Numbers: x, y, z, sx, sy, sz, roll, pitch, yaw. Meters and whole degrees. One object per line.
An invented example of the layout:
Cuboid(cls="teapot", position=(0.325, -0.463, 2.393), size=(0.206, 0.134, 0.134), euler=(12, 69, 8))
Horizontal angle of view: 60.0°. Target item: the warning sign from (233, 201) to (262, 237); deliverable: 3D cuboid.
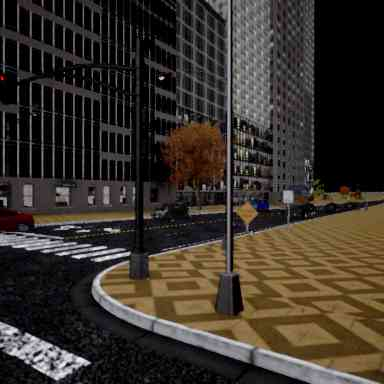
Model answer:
Cuboid(cls="warning sign", position=(3.102, 1.450, 18.567), size=(1.300, 1.860, 1.060), euler=(1, 1, 33))

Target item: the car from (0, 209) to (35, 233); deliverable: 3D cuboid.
Cuboid(cls="car", position=(-11.538, 1.706, 19.323), size=(1.812, 1.442, 4.674), euler=(0, -1, 33))

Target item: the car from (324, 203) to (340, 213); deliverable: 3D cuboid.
Cuboid(cls="car", position=(23.090, 2.565, 54.710), size=(1.837, 1.490, 4.892), euler=(0, -1, 33))

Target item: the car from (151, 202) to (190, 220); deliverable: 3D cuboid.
Cuboid(cls="car", position=(-2.148, 1.845, 33.895), size=(2.097, 1.767, 4.553), euler=(0, -1, 33))

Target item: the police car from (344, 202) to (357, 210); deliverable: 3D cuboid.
Cuboid(cls="police car", position=(31.504, 2.731, 65.842), size=(1.930, 1.638, 5.238), euler=(0, -1, 33))

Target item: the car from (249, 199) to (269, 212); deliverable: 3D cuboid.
Cuboid(cls="car", position=(10.631, 2.133, 53.559), size=(2.150, 2.045, 5.566), euler=(0, -1, 33))

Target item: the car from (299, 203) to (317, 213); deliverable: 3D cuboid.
Cuboid(cls="car", position=(19.135, 2.525, 54.745), size=(1.837, 1.490, 4.892), euler=(0, -1, 33))

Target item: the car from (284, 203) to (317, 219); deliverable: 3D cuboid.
Cuboid(cls="car", position=(12.554, 2.223, 38.343), size=(1.837, 1.490, 4.892), euler=(0, -1, 33))

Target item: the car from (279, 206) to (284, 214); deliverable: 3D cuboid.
Cuboid(cls="car", position=(13.820, 2.393, 46.406), size=(2.033, 1.411, 5.357), euler=(0, -1, 33))
